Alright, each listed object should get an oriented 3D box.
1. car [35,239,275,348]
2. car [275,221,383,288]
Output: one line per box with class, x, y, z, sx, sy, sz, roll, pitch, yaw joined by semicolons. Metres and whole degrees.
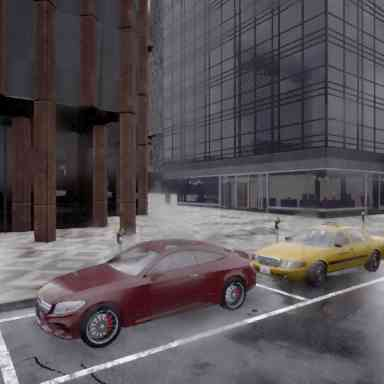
car;-0.606;1.582;6.211;4.206;1.307;1.802;0;0;-35
car;3.687;1.526;9.263;4.829;1.417;1.752;0;0;-35
